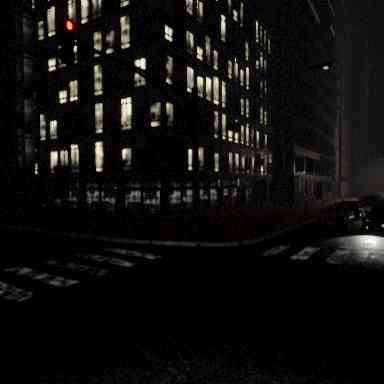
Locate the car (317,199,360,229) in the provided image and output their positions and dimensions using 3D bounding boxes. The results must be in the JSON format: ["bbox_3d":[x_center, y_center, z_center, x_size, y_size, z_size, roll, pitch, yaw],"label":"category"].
[{"bbox_3d":[8.838,1.330,20.283,1.752,1.417,4.829,-1,0,32],"label":"car"}]

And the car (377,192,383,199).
[{"bbox_3d":[44.682,0.787,78.096,2.008,1.369,4.403,-1,0,32],"label":"car"}]

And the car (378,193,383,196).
[{"bbox_3d":[20.520,1.154,33.994,2.128,1.511,4.902,0,1,32],"label":"car"}]

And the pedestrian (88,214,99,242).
[{"bbox_3d":[-3.796,1.381,12.941,0.500,1.100,0.500,0,1,33],"label":"pedestrian"}]

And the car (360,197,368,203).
[{"bbox_3d":[11.908,1.321,25.233,1.947,1.339,4.313,-1,0,32],"label":"car"}]

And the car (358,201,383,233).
[{"bbox_3d":[10.159,1.390,17.459,1.994,1.385,4.181,0,1,32],"label":"car"}]

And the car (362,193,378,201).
[{"bbox_3d":[20.846,1.158,39.650,1.887,1.381,4.507,-1,0,32],"label":"car"}]

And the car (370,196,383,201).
[{"bbox_3d":[15.123,1.295,25.410,2.033,1.411,5.357,0,1,32],"label":"car"}]

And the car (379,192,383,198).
[{"bbox_3d":[47.662,0.771,82.902,1.802,1.307,4.206,-1,0,32],"label":"car"}]
